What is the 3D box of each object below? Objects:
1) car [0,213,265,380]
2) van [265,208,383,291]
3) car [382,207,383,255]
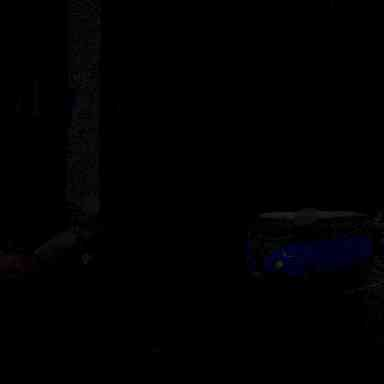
[{"bbox_3d":[-1.355,1.334,5.679,5.009,1.841,2.192,1,0,-35],"label":"car"},{"bbox_3d":[3.210,1.411,8.935,3.998,1.788,1.690,1,0,-35],"label":"van"},{"bbox_3d":[7.778,1.437,12.192,5.009,1.841,2.192,1,0,-35],"label":"car"}]
